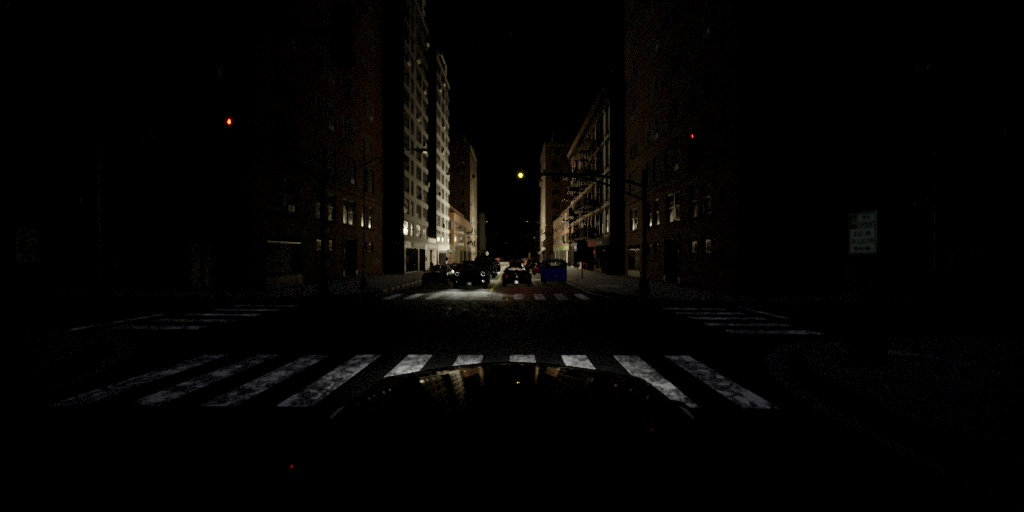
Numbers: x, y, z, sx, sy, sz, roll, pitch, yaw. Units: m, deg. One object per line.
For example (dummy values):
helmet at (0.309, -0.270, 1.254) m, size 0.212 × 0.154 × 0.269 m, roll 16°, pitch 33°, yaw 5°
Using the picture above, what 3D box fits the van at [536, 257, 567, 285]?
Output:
van at (2.864, 1.085, 25.411) m, size 1.690 × 1.789 × 3.998 m, roll 0°, pitch 0°, yaw 1°

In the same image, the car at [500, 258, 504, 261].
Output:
car at (-2.420, 1.302, 44.952) m, size 1.994 × 1.385 × 4.181 m, roll 0°, pitch 0°, yaw 0°

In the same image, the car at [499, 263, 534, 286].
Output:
car at (0.324, 1.346, 24.961) m, size 1.895 × 1.301 × 4.718 m, roll 0°, pitch 0°, yaw 1°

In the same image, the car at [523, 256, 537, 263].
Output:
car at (3.142, 1.046, 53.816) m, size 2.192 × 1.841 × 5.009 m, roll 0°, pitch 0°, yaw 1°

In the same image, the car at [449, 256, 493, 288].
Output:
car at (-2.587, 1.097, 23.899) m, size 2.097 × 1.767 × 4.553 m, roll 0°, pitch 0°, yaw 0°

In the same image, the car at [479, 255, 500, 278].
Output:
car at (-2.533, 0.965, 33.826) m, size 2.150 × 2.045 × 5.566 m, roll 0°, pitch 0°, yaw 1°

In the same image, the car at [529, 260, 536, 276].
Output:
car at (2.975, 1.324, 36.772) m, size 1.802 × 1.307 × 4.207 m, roll 0°, pitch 0°, yaw 1°

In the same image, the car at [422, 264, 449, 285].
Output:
car at (-5.161, 1.295, 25.480) m, size 2.007 × 1.370 × 4.403 m, roll 0°, pitch 0°, yaw 1°

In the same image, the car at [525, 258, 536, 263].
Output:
car at (3.086, 1.318, 48.135) m, size 1.802 × 1.307 × 4.207 m, roll 0°, pitch 0°, yaw 1°

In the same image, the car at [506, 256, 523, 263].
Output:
car at (0.513, 1.208, 54.749) m, size 1.882 × 1.535 × 5.008 m, roll 0°, pitch 0°, yaw 1°
